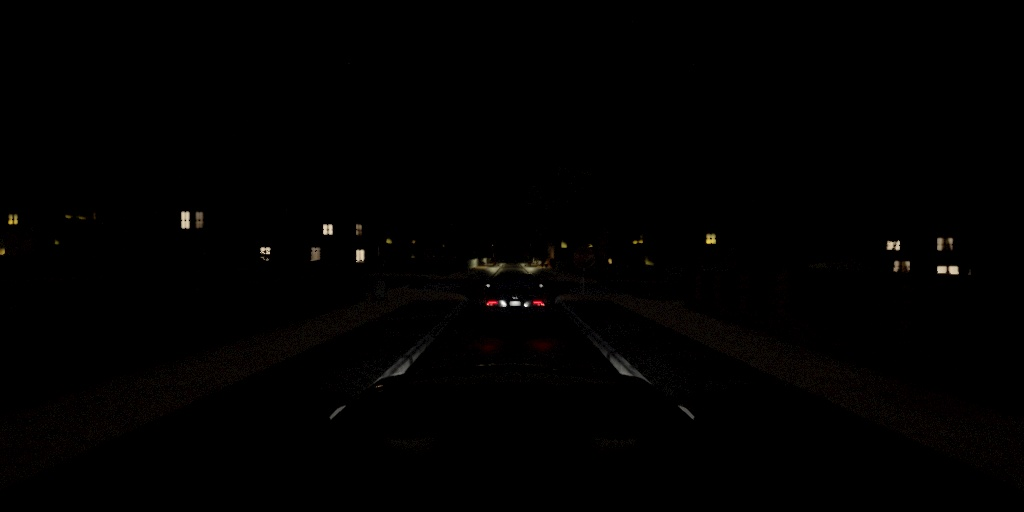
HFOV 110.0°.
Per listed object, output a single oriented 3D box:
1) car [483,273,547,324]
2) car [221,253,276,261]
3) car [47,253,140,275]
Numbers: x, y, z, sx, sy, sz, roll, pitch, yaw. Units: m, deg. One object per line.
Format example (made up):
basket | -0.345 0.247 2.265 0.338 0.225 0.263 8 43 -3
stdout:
car | 0.087 1.282 11.834 2.033 1.411 5.357 0 0 0
car | -18.188 0.595 24.036 4.553 1.767 2.097 2 1 0
car | -24.735 0.615 21.038 4.892 1.490 1.837 2 1 0
